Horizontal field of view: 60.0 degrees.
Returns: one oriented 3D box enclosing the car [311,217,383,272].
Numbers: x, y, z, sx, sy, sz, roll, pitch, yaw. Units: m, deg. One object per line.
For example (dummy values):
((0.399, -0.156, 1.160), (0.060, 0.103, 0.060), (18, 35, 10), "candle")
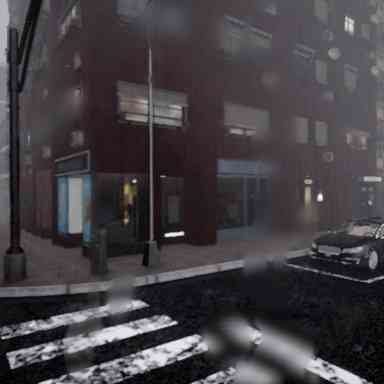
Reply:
((5.566, 1.500, 10.527), (4.403, 1.369, 2.008), (0, 0, -35), "car")
